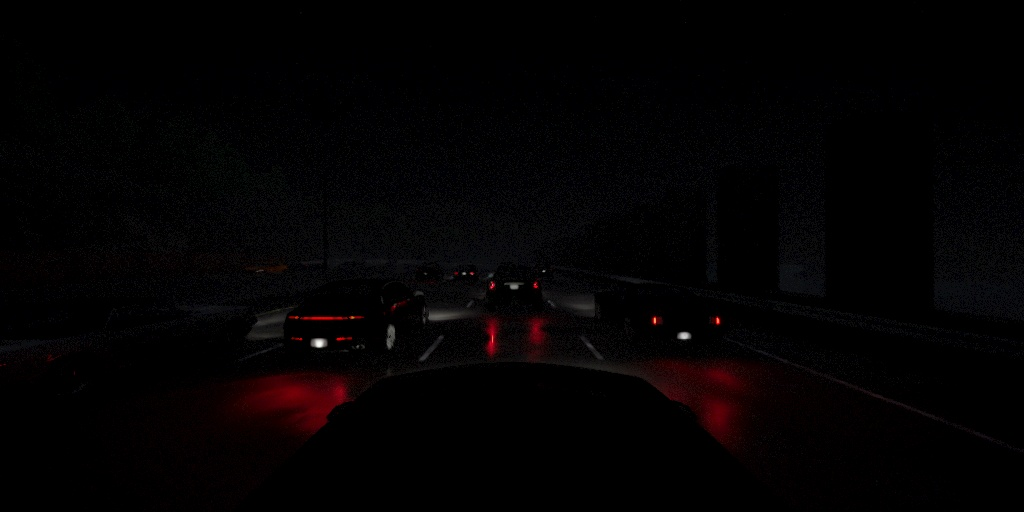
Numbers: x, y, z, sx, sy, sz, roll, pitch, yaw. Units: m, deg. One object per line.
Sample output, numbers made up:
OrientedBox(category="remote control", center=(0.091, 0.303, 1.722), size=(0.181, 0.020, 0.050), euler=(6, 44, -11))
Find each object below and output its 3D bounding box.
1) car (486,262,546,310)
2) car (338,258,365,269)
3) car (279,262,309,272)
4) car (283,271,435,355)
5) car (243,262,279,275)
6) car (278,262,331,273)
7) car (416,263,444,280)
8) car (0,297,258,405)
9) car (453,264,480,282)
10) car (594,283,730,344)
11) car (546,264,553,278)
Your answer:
OrientedBox(category="car", center=(0.055, 1.150, 15.093), size=(2.097, 1.767, 4.553), euler=(0, 0, -1))
OrientedBox(category="car", center=(-23.100, 1.413, 50.871), size=(2.128, 1.511, 4.902), euler=(0, 0, -7))
OrientedBox(category="car", center=(-29.981, 1.476, 49.388), size=(1.994, 1.385, 4.181), euler=(0, 0, -7))
OrientedBox(category="car", center=(-3.406, 1.280, 8.739), size=(1.837, 1.490, 4.892), euler=(0, 0, 0))
OrientedBox(category="car", center=(-25.269, 1.347, 36.910), size=(1.882, 1.535, 5.008), euler=(0, 0, -2))
OrientedBox(category="car", center=(-18.082, 1.401, 32.151), size=(2.033, 1.411, 5.357), euler=(0, 0, -2))
OrientedBox(category="car", center=(-7.386, 1.338, 32.697), size=(1.882, 1.535, 5.008), euler=(0, 0, -2))
OrientedBox(category="car", center=(-6.904, 1.365, 6.269), size=(1.895, 1.301, 4.718), euler=(0, 0, 0))
OrientedBox(category="car", center=(-3.786, 1.400, 30.044), size=(2.033, 1.411, 5.357), euler=(0, 0, -2))
OrientedBox(category="car", center=(3.593, 1.382, 9.705), size=(1.895, 1.301, 4.718), euler=(0, 0, 0))
OrientedBox(category="car", center=(2.947, 1.442, 36.289), size=(1.994, 1.385, 4.181), euler=(0, 0, -3))
